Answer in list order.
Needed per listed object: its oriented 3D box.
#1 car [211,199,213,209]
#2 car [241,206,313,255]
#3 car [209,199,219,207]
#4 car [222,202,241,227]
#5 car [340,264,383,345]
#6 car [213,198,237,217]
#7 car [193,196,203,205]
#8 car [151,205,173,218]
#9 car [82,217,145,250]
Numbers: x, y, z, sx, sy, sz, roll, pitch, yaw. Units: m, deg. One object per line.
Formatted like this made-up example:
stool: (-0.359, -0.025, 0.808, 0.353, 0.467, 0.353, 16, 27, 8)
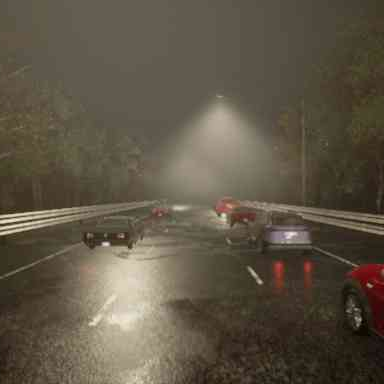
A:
car: (4.011, 2.012, 46.970, 1.837, 1.490, 4.892, 0, -1, 1)
car: (3.544, 1.588, 14.111, 2.033, 1.649, 4.856, 0, -1, 0)
car: (4.604, 2.215, 68.872, 1.882, 1.535, 5.008, 0, -1, 2)
car: (3.644, 1.753, 25.065, 1.882, 1.535, 5.008, 0, -1, 1)
car: (3.615, 1.397, 3.972, 2.097, 1.767, 4.553, 0, -1, 0)
car: (3.800, 1.614, 36.051, 2.150, 2.045, 5.566, 0, -1, 1)
car: (1.400, 1.909, 78.204, 2.150, 2.045, 5.566, 0, -1, 2)
car: (-3.113, 1.981, 34.968, 1.895, 1.301, 4.718, 0, -1, 1)
car: (-3.343, 1.769, 15.216, 1.895, 1.301, 4.718, 0, -1, 0)
